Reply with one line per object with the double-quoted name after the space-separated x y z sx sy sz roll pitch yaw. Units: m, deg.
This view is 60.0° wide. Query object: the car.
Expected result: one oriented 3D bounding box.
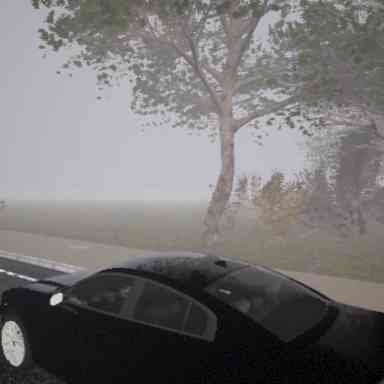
-0.376 1.470 3.947 5.008 1.535 1.882 0 0 36 "car"
